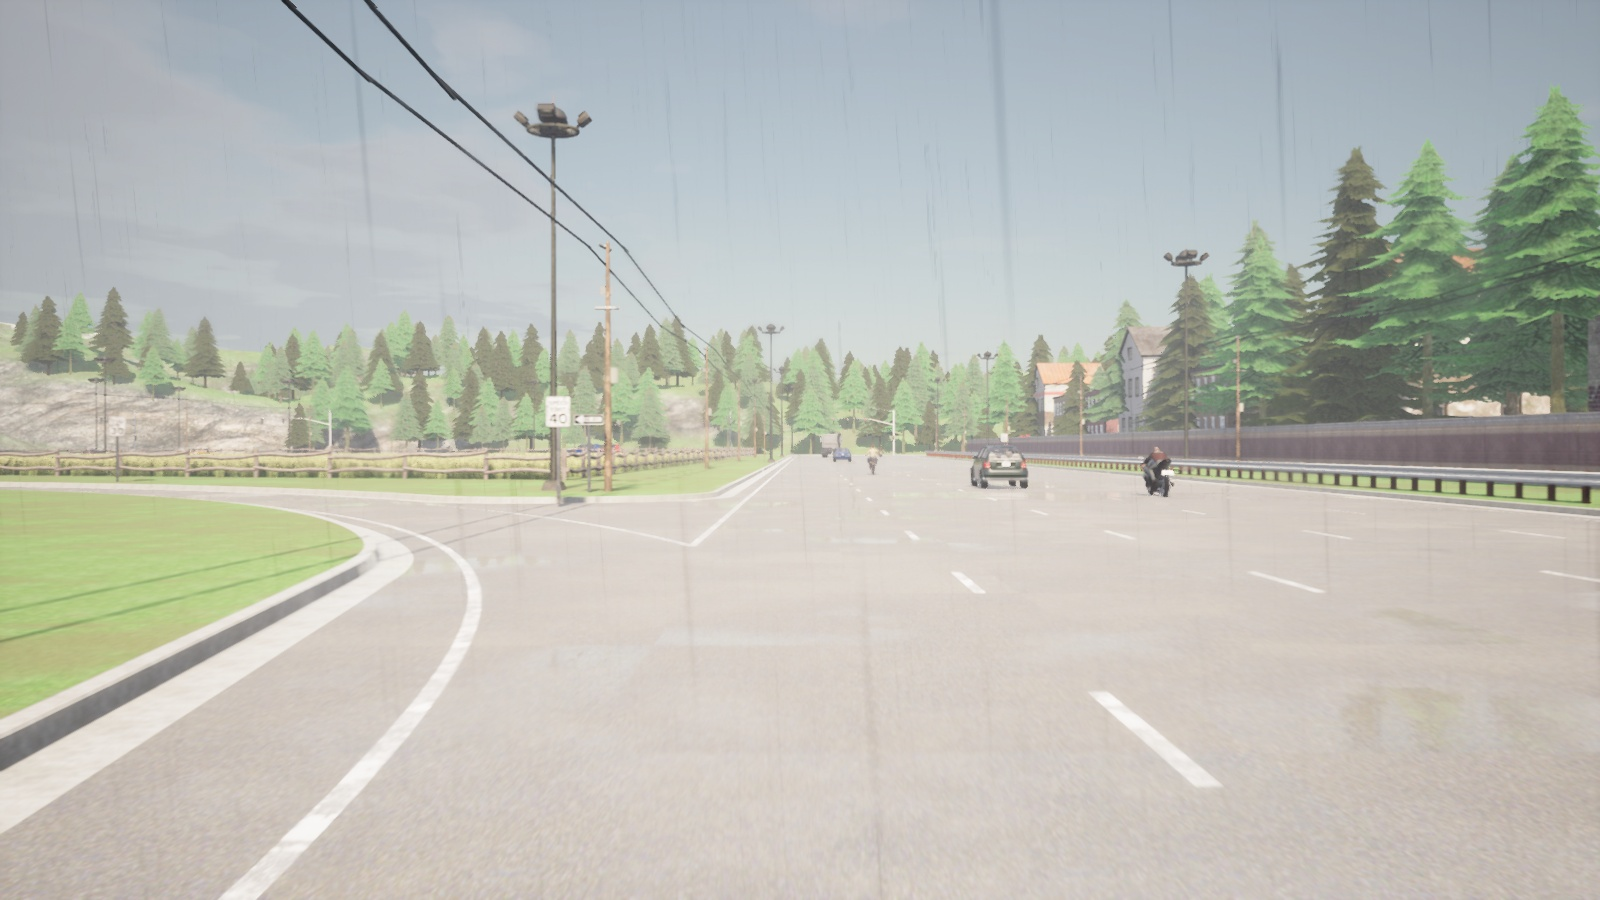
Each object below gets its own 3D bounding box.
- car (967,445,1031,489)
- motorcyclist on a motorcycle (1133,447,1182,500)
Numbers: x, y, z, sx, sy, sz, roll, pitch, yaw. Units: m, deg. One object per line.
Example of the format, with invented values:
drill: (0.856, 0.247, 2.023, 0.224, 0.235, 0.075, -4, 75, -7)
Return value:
car: (7.281, 0.609, 46.191, 1.789, 1.549, 3.705, 0, 0, 0)
motorcyclist on a motorcycle: (10.732, 0.689, 37.766, 0.866, 1.530, 2.191, 0, 0, 0)
